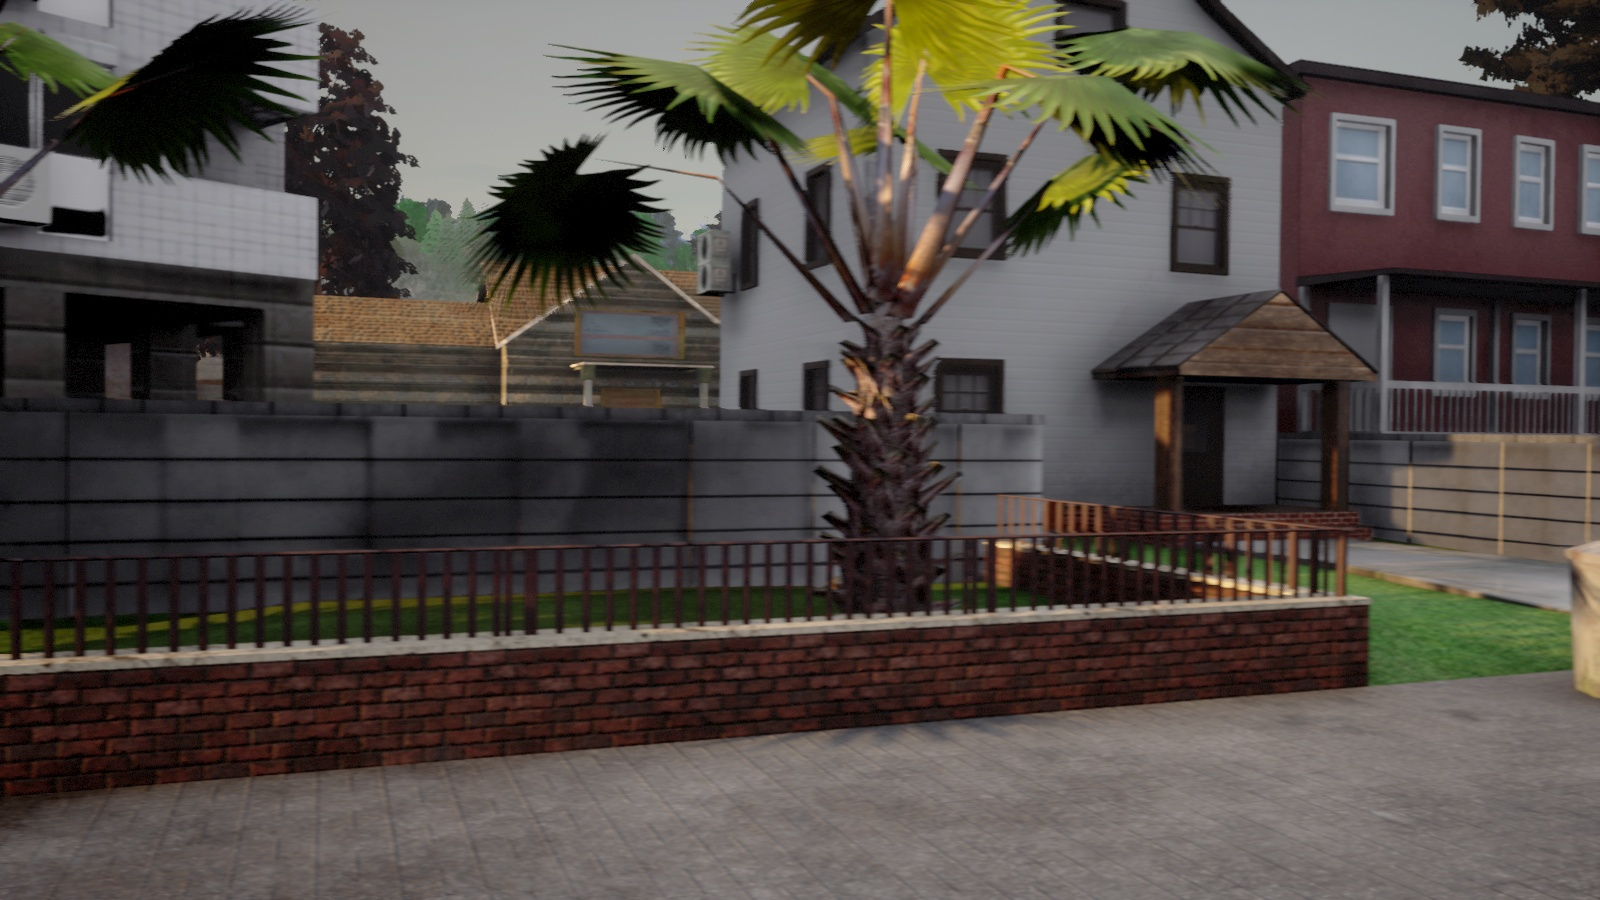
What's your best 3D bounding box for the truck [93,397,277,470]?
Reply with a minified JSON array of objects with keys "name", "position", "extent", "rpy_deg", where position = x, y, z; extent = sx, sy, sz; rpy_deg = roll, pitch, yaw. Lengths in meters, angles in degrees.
[{"name":"truck","position":[-30.508,-0.874,62.701],"extent":[7.936,3.462,2.891],"rpy_deg":[-1,1,-21]}]
